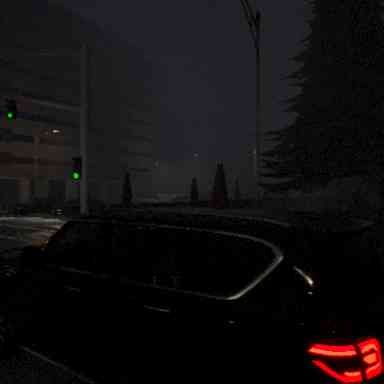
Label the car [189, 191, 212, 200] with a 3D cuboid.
[{"bbox_3d":[2.425,0.913,45.228,2.150,2.045,5.566,1,1,34],"label":"car"}]

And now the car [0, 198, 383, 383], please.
[{"bbox_3d":[-0.540,1.181,4.166,5.566,2.045,2.150,1,1,36],"label":"car"}]

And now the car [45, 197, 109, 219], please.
[{"bbox_3d":[-9.317,1.235,27.412,1.837,1.490,4.892,1,2,33],"label":"car"}]

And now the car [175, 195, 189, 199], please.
[{"bbox_3d":[-1.424,1.177,45.740,1.812,1.442,4.674,1,1,33],"label":"car"}]

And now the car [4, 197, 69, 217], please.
[{"bbox_3d":[-13.020,1.218,28.151,1.812,1.442,4.674,1,1,33],"label":"car"}]
